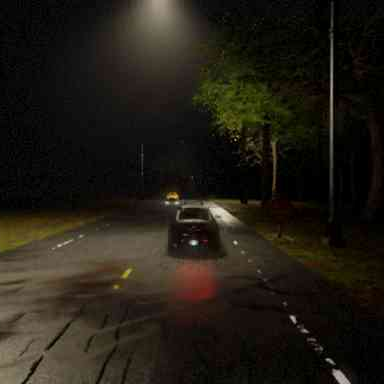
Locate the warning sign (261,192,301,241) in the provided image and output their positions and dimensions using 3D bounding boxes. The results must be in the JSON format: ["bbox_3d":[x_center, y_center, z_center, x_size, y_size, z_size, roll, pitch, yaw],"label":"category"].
[{"bbox_3d":[3.625,0.970,13.668,1.300,1.860,1.060,2,2,0],"label":"warning sign"}]

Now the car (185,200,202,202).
[{"bbox_3d":[0.133,1.314,27.658,1.895,1.301,4.718,0,1,1],"label":"car"}]

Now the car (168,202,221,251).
[{"bbox_3d":[0.090,1.364,13.284,1.837,1.490,4.892,0,1,1],"label":"car"}]

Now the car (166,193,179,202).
[{"bbox_3d":[-3.359,0.913,57.612,1.882,1.535,5.008,0,0,1],"label":"car"}]
